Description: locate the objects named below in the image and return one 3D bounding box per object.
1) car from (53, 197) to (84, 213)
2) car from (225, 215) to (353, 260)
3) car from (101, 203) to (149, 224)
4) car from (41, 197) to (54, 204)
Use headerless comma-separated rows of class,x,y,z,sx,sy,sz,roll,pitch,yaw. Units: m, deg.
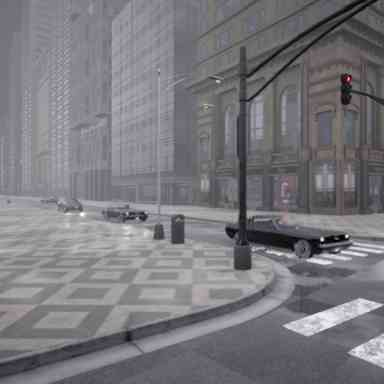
car,-13.319,1.394,36.281,1.837,1.490,4.892,0,0,-35
car,3.460,1.571,12.674,1.895,1.301,4.718,0,0,-35
car,-5.020,1.525,24.603,1.895,1.301,4.718,0,0,-35
car,-25.093,1.445,58.333,1.895,1.301,4.718,0,0,-36
